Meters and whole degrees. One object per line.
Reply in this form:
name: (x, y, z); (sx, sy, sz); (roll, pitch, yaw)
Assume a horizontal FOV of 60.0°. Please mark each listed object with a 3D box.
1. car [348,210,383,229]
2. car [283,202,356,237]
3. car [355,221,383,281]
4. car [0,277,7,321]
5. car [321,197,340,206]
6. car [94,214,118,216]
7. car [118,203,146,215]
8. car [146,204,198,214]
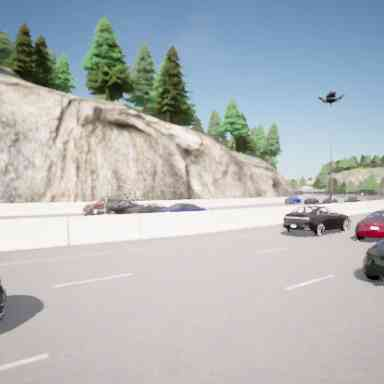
car: (9.649, 1.579, 16.119); (4.181, 1.385, 1.994); (0, 0, -41)
car: (6.981, 1.513, 18.423); (4.902, 1.511, 2.128); (0, 0, -41)
car: (6.264, 1.571, 8.721); (4.181, 1.385, 1.994); (0, 0, -39)
car: (-5.257, 1.504, 4.393); (4.902, 1.511, 2.128); (0, 0, -35)
car: (24.084, 1.627, 57.689); (1.994, 1.385, 4.181); (0, 0, 37)
car: (-6.464, 1.546, 30.200); (4.902, 1.511, 2.128); (0, 0, -40)
car: (-3.662, 1.612, 27.996); (4.181, 1.385, 1.994); (0, 0, -40)
car: (-0.906, 1.567, 25.741); (4.674, 1.442, 1.812); (0, 0, -41)
